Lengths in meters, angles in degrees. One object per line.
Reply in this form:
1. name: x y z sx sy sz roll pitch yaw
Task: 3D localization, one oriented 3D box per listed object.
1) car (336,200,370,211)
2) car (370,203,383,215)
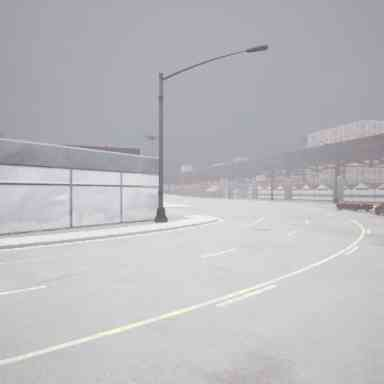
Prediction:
1. car: 19.244 1.601 39.661 1.895 1.301 4.718 0 0 -9
2. car: 18.612 1.526 30.658 1.812 1.442 4.674 0 0 6
